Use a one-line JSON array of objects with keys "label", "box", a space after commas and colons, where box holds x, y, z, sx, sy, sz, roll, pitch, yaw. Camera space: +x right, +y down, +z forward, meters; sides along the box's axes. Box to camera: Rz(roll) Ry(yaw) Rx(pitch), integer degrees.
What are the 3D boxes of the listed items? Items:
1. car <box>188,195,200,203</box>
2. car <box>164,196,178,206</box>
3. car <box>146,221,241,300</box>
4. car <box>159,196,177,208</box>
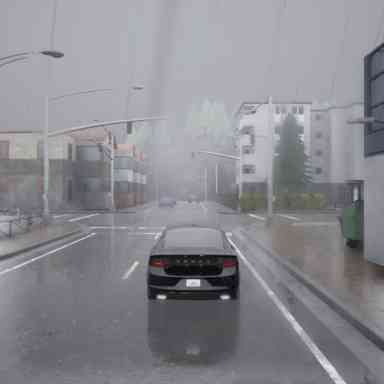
[{"label": "car", "box": [0.470, 1.353, 69.707, 2.097, 1.767, 4.553, 0, 0, 7]}, {"label": "car", "box": [-3.591, 1.491, 57.752, 2.128, 1.511, 4.902, 0, 0, 0]}, {"label": "car", "box": [0.047, 1.478, 8.434, 1.882, 1.535, 5.008, 0, 0, 1]}, {"label": "car", "box": [-3.609, 1.477, 47.401, 1.882, 1.535, 5.008, 0, 0, 0]}]
